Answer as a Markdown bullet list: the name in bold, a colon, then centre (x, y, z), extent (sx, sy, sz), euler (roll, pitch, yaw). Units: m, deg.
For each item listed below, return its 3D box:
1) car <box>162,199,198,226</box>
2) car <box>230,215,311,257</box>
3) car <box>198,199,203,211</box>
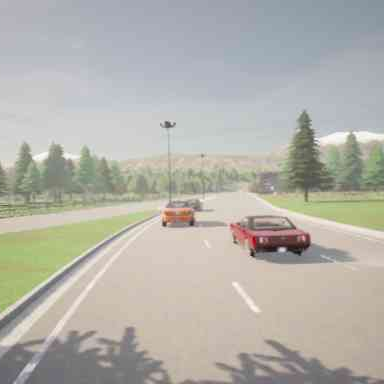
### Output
- **car**: centre (-0.876, 1.347, 23.535), extent (2.097, 1.767, 4.553), euler (-2, 0, 1)
- **car**: centre (2.671, 1.511, 12.574), extent (1.895, 1.301, 4.718), euler (-2, 0, -3)
- **car**: centre (0.199, 1.493, 39.811), extent (2.033, 1.411, 5.357), euler (-2, 0, 7)
